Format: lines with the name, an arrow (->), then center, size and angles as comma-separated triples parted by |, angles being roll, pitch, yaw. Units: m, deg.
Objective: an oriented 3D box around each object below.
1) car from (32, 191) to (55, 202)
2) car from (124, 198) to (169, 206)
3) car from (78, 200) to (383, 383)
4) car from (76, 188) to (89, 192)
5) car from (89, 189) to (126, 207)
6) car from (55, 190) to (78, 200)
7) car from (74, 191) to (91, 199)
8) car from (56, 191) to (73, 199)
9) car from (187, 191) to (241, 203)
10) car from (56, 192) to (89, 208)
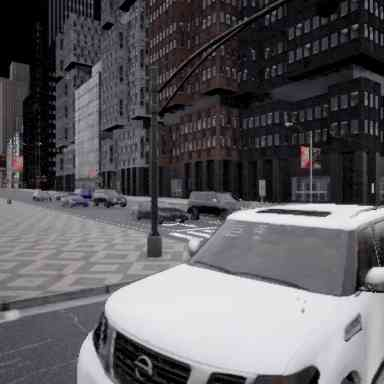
car -> -23.095, 0.596, 51.167 | 2.097, 1.767, 4.553 | 0, 1, -36
car -> -2.327, 1.300, 22.246 | 2.033, 1.411, 5.357 | 0, 1, -36
car -> 1.396, 1.220, 4.337 | 2.150, 2.045, 5.566 | 2, 1, 41
car -> -18.784, 0.418, 56.475 | 2.150, 2.045, 5.566 | 0, 1, -36
car -> -9.296, 0.738, 37.449 | 2.150, 2.045, 5.566 | 0, 1, -36
car -> -20.445, 0.807, 53.049 | 2.033, 1.411, 5.357 | 0, 1, -36
car -> -21.928, 0.563, 66.374 | 1.812, 1.442, 4.674 | 0, 1, -36
car -> -24.997, 0.532, 65.071 | 1.837, 1.490, 4.892 | 0, 1, -36
car -> 1.820, 1.006, 22.052 | 2.150, 2.045, 5.566 | 0, 1, -36
car -> -13.263, 1.034, 37.393 | 2.033, 1.411, 5.357 | 0, 1, -36
